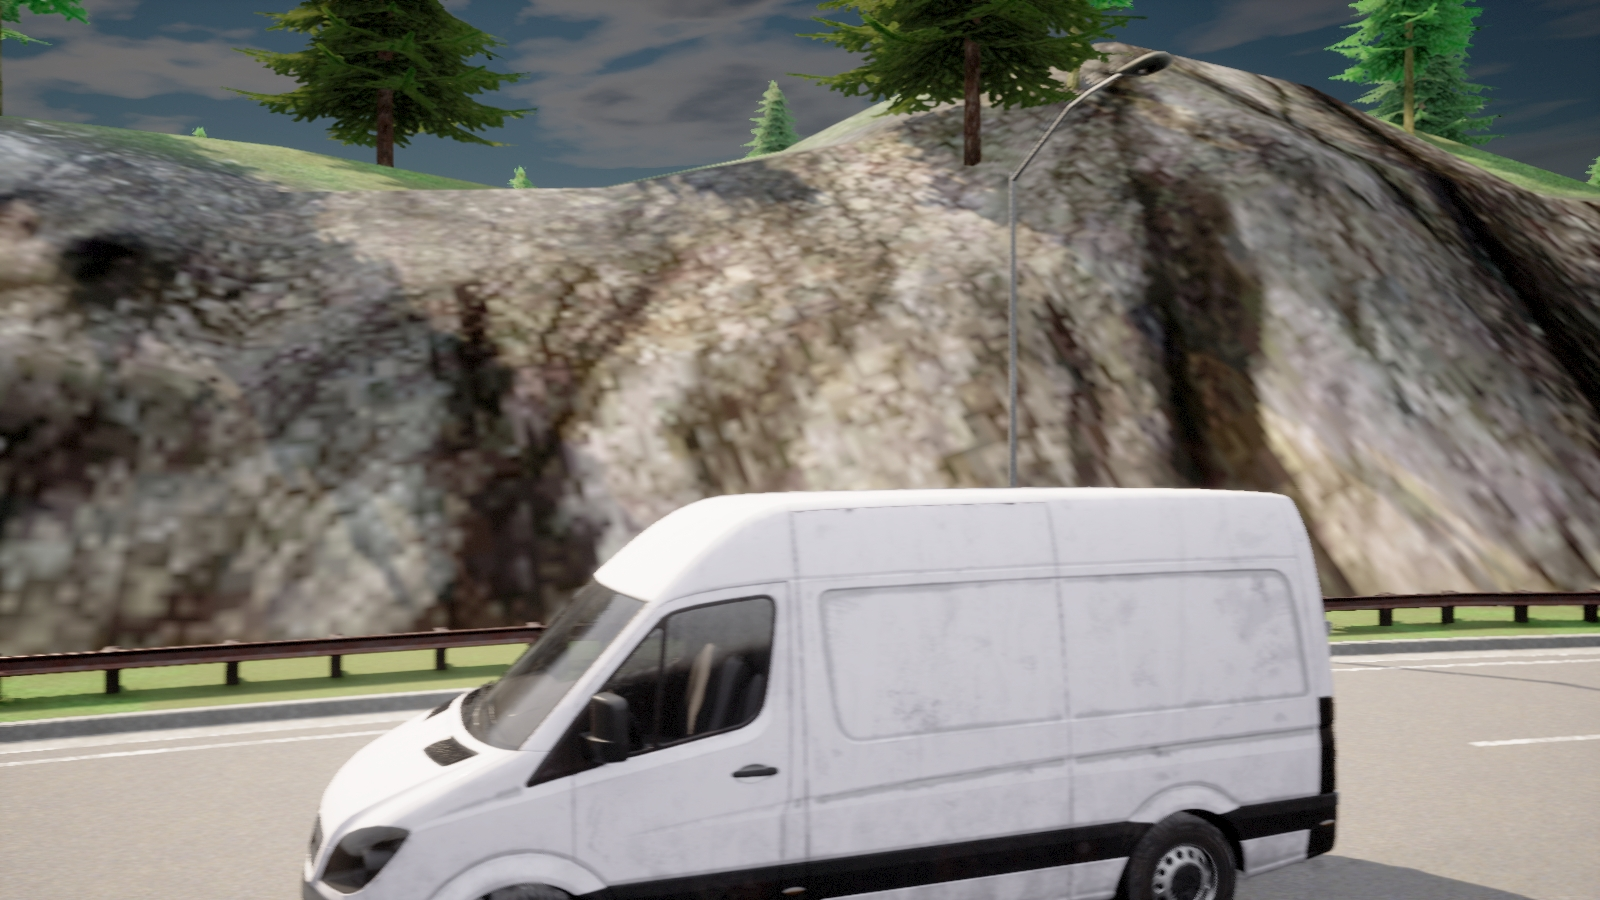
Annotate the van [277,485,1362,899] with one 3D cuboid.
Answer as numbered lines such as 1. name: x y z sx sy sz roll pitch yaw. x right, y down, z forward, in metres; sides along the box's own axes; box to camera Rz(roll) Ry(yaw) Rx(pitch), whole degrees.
1. van: 0.226 1.535 6.836 5.915 2.561 1.988 0 -1 -18
